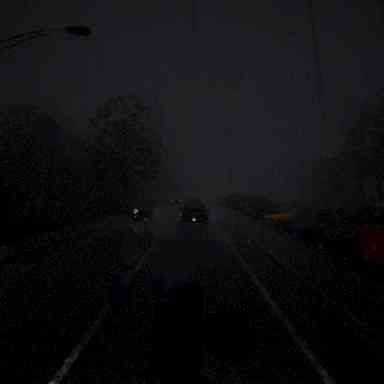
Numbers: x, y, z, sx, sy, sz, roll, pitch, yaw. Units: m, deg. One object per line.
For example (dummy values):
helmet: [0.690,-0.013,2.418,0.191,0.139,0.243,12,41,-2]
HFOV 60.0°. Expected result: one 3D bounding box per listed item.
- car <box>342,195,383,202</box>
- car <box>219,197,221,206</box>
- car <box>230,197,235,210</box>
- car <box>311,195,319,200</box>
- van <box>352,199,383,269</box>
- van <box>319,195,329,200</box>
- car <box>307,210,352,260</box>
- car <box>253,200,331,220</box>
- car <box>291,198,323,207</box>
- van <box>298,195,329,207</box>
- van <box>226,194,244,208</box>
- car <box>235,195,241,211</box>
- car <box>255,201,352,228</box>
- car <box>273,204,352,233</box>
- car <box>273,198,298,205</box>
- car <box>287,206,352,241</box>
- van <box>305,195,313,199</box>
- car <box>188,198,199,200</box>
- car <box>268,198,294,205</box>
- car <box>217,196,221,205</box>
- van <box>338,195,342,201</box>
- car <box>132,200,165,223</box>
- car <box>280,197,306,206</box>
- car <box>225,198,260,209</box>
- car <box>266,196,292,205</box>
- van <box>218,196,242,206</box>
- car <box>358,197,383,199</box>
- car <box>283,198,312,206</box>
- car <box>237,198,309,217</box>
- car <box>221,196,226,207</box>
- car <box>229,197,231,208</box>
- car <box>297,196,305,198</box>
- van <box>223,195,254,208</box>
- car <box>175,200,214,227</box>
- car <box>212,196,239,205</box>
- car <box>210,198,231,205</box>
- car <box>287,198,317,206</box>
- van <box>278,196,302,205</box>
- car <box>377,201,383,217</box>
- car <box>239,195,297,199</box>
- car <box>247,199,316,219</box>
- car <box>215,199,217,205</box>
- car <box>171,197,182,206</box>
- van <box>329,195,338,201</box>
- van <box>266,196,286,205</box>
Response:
car: [20.180,1.319,36.763,5.566,2.045,2.435,0,0,0]
car: [7.210,1.779,53.467,4.674,1.452,2.002,0,-1,0]
car: [7.123,1.573,36.832,5.008,1.535,2.097,0,0,0]
car: [20.265,1.628,47.699,5.008,1.535,2.097,0,-1,0]
van: [7.114,1.269,9.071,4.442,1.987,1.878,0,0,0]
van: [20.131,1.368,45.082,4.442,1.987,1.878,0,-1,0]
car: [6.981,1.532,11.847,4.792,1.488,2.163,0,0,0]
car: [7.069,1.535,22.951,4.892,1.521,2.231,0,0,0]
car: [20.307,1.838,58.776,4.892,1.521,2.231,0,-1,0]
van: [20.417,1.559,56.011,4.442,1.987,1.878,0,-1,0]
van: [7.038,1.363,42.386,4.442,1.987,1.878,0,0,0]
car: [7.084,1.440,34.056,4.553,1.767,2.185,0,0,0]
car: [6.864,1.523,20.176,5.366,1.575,1.946,0,0,0]
car: [7.007,1.548,17.399,4.792,1.488,2.163,0,0,0]
car: [20.372,2.100,72.626,4.892,1.521,2.231,0,-1,0]
car: [6.994,1.540,14.623,4.792,1.488,2.163,0,0,0]
van: [20.156,1.454,50.473,4.442,1.987,1.878,0,-1,0]
car: [0.193,1.482,40.741,2.097,1.767,4.553,0,0,0]
car: [20.207,2.150,75.394,5.366,1.575,1.946,0,-1,0]
car: [7.191,1.821,56.245,4.792,1.488,2.163,0,-1,0]
van: [20.338,1.352,39.533,4.442,1.987,1.878,0,0,0]
car: [-3.300,1.394,26.022,2.097,1.767,4.553,0,0,0]
car: [20.321,1.869,67.089,4.553,1.767,2.185,0,-1,0]
car: [7.211,1.663,47.910,4.792,1.488,2.163,0,-1,0]
car: [20.433,1.960,78.166,5.566,2.045,2.435,0,-1,0]
van: [7.377,1.723,64.575,4.442,1.987,1.878,0,-1,0]
car: [20.189,1.562,33.868,5.008,1.535,2.097,0,0,0]
car: [20.334,1.944,64.442,5.008,1.535,2.097,0,-1,0]
car: [6.904,1.547,28.504,5.366,1.575,1.946,0,0,0]
car: [7.196,1.345,45.161,5.566,2.045,2.435,0,0,0]
car: [7.145,1.621,39.608,4.674,1.452,2.002,0,0,0]
car: [20.102,1.729,53.237,5.366,1.575,1.946,0,-1,0]
van: [7.078,1.461,50.697,4.442,1.987,1.878,0,-1,0]
car: [0.139,1.524,23.236,2.128,1.511,4.902,0,0,0]
car: [7.271,1.855,72.903,5.566,2.045,2.435,0,-1,0]
car: [7.167,2.362,83.985,5.366,1.575,1.946,0,-1,0]
car: [20.321,1.889,61.546,5.008,1.535,2.097,0,-1,0]
van: [20.482,1.821,69.859,4.442,1.987,1.878,0,-1,0]
car: [20.179,1.594,31.097,4.674,1.452,2.002,0,0,0]
car: [7.071,1.432,31.280,4.553,1.767,2.185,0,0,0]
car: [7.070,1.543,25.728,4.892,1.521,2.231,0,0,0]
car: [7.253,1.896,61.795,5.008,1.535,2.097,0,-1,0]
car: [-3.053,1.871,67.564,2.097,1.767,4.553,0,-1,0]
van: [20.350,1.359,42.178,4.442,1.987,1.878,0,0,0]
van: [20.536,2.057,81.056,4.442,1.987,1.878,0,-1,0]
